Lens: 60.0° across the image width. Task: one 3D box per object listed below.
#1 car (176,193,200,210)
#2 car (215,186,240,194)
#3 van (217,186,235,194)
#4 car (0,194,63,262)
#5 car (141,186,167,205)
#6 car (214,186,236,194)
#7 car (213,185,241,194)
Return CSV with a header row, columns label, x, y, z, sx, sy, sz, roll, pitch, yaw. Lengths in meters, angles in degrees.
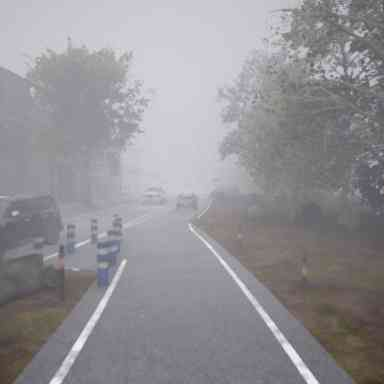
label,x,y,z,sx,sy,sz,roll,pitch,yaw
car,-0.363,0.814,30.917,2.128,1.511,4.902,0,2,4
car,8.620,-0.481,80.555,5.566,2.045,2.435,1,1,-17
van,9.201,-0.491,89.478,4.442,1.987,1.878,1,0,-17
car,-6.632,1.137,11.569,2.150,2.045,5.566,0,2,6
car,-4.236,0.330,38.311,2.150,2.045,5.566,0,2,5
car,9.272,-0.532,92.404,5.566,2.045,2.435,1,0,-17
car,8.519,-0.469,77.629,5.566,2.045,2.435,1,0,-17
